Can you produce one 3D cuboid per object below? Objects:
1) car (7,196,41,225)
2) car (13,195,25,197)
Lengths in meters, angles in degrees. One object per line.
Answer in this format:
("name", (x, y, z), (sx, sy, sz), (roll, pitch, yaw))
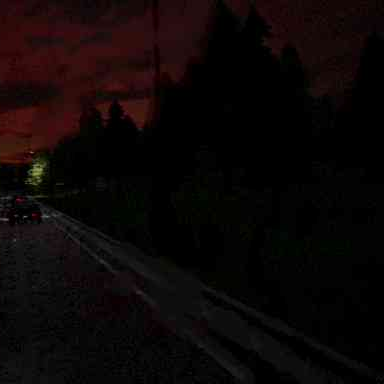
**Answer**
("car", (-11.093, 1.281, 21.978), (1.812, 1.442, 4.674), (-3, 2, -28))
("car", (-20.603, 1.082, 39.685), (2.128, 1.511, 4.902), (-3, 2, -28))
